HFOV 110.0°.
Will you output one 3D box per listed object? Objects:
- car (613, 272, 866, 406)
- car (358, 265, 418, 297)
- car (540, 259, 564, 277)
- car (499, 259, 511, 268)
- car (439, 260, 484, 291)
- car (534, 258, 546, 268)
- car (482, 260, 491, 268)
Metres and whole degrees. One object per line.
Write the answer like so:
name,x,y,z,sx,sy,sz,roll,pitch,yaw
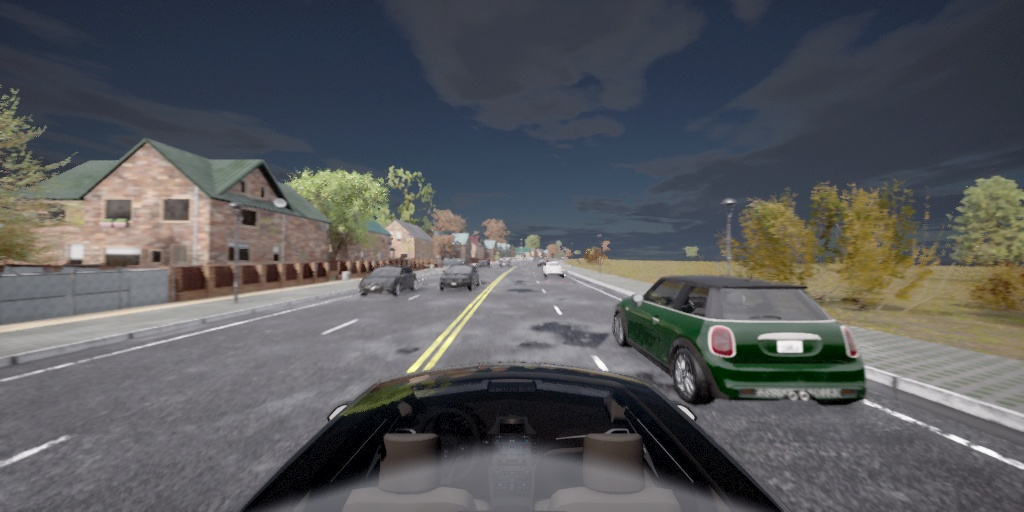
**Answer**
car,3.370,1.111,6.459,2.097,1.767,4.553,0,0,0
car,-6.412,1.256,19.055,1.837,1.490,4.892,0,0,1
car,3.985,1.296,35.303,1.812,1.442,4.674,0,0,2
car,-1.203,1.275,62.881,2.128,1.511,4.902,0,0,4
car,-3.101,1.234,21.959,1.882,1.535,5.008,0,0,2
car,5.364,1.385,63.443,1.895,1.301,4.718,0,0,4
car,-4.661,1.345,59.896,1.994,1.385,4.181,0,0,4
